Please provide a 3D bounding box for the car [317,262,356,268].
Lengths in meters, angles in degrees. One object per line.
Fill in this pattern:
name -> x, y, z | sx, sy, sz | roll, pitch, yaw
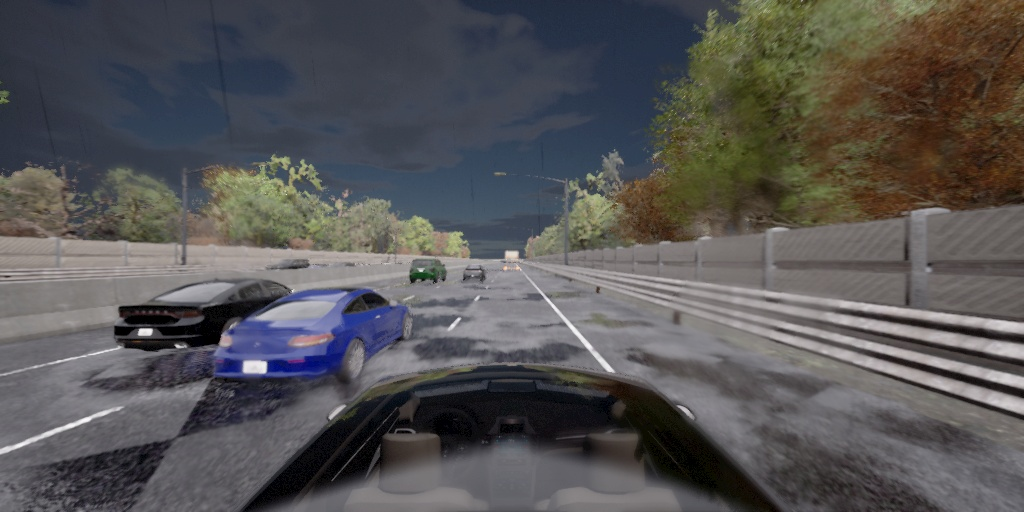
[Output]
car -> -17.605, 1.430, 36.820 | 2.097, 1.767, 4.553 | 0, -1, 0

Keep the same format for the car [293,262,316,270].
car -> -21.090, 1.650, 39.280 | 2.033, 1.411, 5.357 | 0, -1, 0

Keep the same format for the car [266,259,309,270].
car -> -24.588, 1.329, 39.691 | 2.150, 2.045, 5.566 | 0, -1, 0

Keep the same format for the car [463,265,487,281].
car -> -3.422, 1.540, 33.623 | 2.128, 1.511, 4.902 | 0, 0, 0

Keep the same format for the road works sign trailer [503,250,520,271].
road works sign trailer -> -0.040, 0.793, 61.162 | 2.380, 3.560, 2.880 | 0, 0, 0

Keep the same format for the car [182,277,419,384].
car -> -3.403, 1.324, 7.054 | 1.812, 1.442, 4.674 | 0, 0, 0

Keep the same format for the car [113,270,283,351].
car -> -6.905, 1.296, 9.227 | 1.882, 1.535, 5.008 | 0, 0, 0

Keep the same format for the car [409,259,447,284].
car -> -6.920, 1.235, 29.953 | 2.150, 2.045, 5.566 | 0, 0, 0
